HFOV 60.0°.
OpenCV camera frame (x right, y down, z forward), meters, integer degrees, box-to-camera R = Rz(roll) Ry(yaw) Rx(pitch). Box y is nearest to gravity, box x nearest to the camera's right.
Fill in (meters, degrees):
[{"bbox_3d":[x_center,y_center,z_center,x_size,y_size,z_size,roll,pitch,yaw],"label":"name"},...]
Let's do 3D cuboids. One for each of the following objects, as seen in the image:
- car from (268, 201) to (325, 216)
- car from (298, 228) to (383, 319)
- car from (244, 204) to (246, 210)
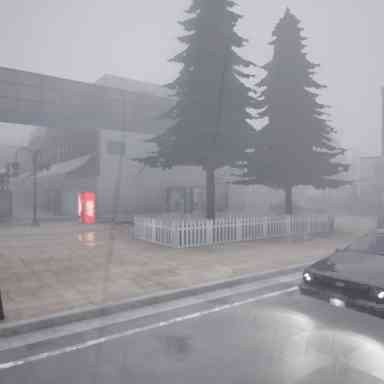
[{"bbox_3d":[9.551,1.530,30.784,2.033,1.411,5.357,0,0,-34],"label":"car"},{"bbox_3d":[4.704,1.547,7.374,5.357,1.411,2.033,0,0,-36],"label":"car"},{"bbox_3d":[4.116,1.460,38.864,1.882,1.535,5.008,0,0,-34],"label":"car"}]
